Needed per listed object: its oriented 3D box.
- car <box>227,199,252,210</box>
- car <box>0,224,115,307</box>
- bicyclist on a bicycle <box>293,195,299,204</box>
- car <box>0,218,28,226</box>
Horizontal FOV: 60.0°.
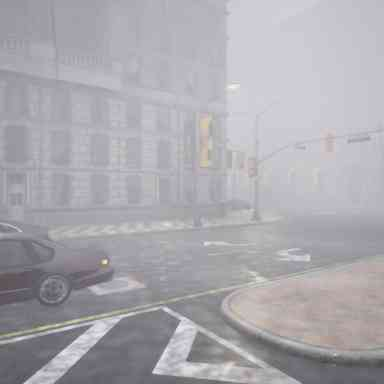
[{"bbox_3d":[5.737,1.558,43.157,1.994,1.385,4.181,0,0,-35],"label":"car"},{"bbox_3d":[-4.286,1.547,6.480,5.357,1.411,2.033,0,0,-34],"label":"car"},{"bbox_3d":[17.913,1.291,57.126,1.656,1.620,0.582,0,0,-35],"label":"bicyclist on a bicycle"},{"bbox_3d":[-6.476,1.492,9.263,4.902,1.511,2.128,0,0,-37],"label":"car"}]
